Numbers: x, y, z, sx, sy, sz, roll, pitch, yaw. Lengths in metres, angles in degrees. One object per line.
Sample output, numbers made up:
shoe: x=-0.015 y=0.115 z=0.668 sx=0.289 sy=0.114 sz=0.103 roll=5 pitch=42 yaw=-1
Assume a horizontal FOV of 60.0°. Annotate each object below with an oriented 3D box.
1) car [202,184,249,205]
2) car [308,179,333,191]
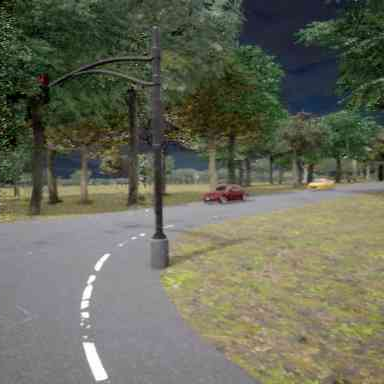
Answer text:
car: x=2.847 y=0.140 z=27.766 sx=1.882 sy=1.535 sz=5.008 roll=-1 pitch=3 yaw=41
car: x=16.911 y=-0.970 z=43.676 sx=1.882 sy=1.535 sz=5.008 roll=-1 pitch=3 yaw=42
